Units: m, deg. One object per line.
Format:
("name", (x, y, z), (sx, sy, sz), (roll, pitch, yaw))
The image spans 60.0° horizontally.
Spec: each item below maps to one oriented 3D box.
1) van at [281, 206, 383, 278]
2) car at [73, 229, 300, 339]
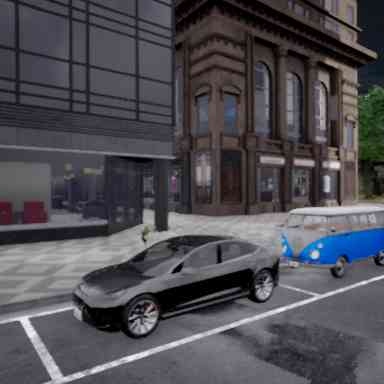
("van", (4.331, 1.328, 9.820), (3.998, 1.788, 1.690), (0, 0, -36))
("car", (-0.068, 1.573, 6.625), (4.313, 1.339, 1.947), (0, 0, -36))
